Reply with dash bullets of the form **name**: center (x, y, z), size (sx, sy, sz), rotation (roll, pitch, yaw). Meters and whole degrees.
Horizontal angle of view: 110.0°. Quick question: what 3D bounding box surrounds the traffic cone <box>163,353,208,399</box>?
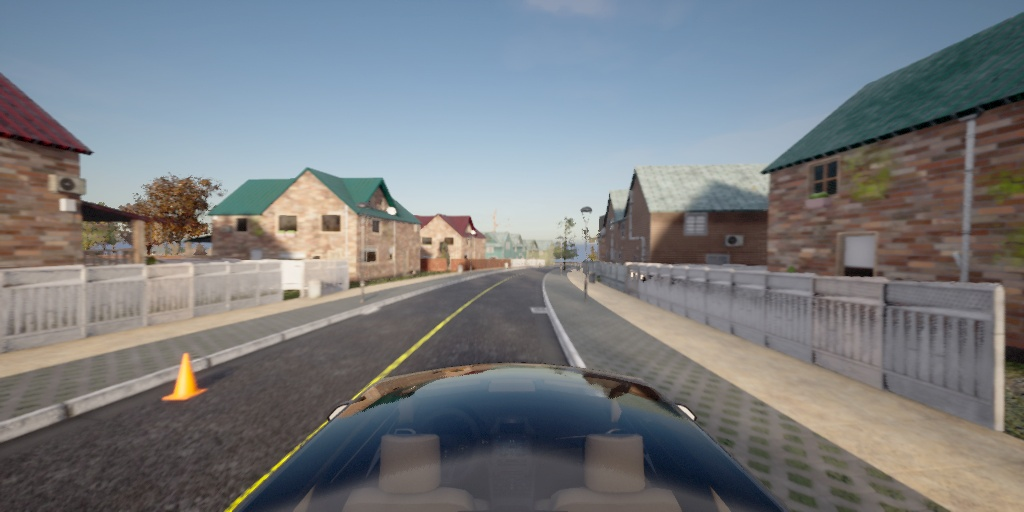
- **traffic cone**: center (-4.637, 1.675, 5.100), size (0.340, 0.580, 0.340), rotation (0, 0, 1)
